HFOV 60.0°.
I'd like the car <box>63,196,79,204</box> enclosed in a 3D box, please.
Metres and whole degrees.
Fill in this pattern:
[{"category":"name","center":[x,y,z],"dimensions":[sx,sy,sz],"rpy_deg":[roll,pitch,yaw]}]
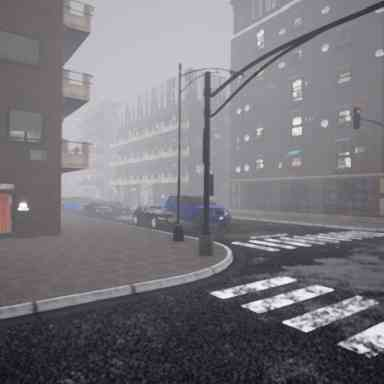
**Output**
[{"category":"car","center":[-24.582,1.600,67.512],"dimensions":[1.967,1.590,4.097],"rpy_deg":[1,-1,-35]}]

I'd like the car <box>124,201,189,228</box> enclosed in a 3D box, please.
[{"category":"car","center":[-2.403,1.532,21.630],"dimensions":[2.008,1.369,4.403],"rpy_deg":[1,-1,-35]}]

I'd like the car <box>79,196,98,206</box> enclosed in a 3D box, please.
[{"category":"car","center":[-18.214,1.583,58.313],"dimensions":[1.967,1.590,4.097],"rpy_deg":[1,-1,-35]}]

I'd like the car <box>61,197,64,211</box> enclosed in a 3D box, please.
[{"category":"car","center":[-15.140,1.572,40.028],"dimensions":[2.008,1.369,4.403],"rpy_deg":[1,-1,-35]}]

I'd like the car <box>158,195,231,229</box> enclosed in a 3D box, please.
[{"category":"car","center":[0.183,1.230,22.234],"dimensions":[2.150,2.045,5.566],"rpy_deg":[1,-1,-35]}]

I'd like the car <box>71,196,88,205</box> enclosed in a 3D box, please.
[{"category":"car","center":[-21.398,1.591,62.913],"dimensions":[1.967,1.590,4.097],"rpy_deg":[1,-1,-35]}]

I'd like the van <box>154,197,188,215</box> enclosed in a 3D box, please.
[{"category":"van","center":[-2.291,1.436,35.316],"dimensions":[1.690,1.788,3.998],"rpy_deg":[1,-1,-35]}]

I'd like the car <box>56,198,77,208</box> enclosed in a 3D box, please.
[{"category":"car","center":[-18.890,1.606,49.952],"dimensions":[1.812,1.442,4.674],"rpy_deg":[1,-1,-35]}]

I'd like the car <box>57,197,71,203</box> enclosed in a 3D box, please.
[{"category":"car","center":[-27.768,1.712,72.111],"dimensions":[1.887,1.381,4.507],"rpy_deg":[1,-1,-35]}]

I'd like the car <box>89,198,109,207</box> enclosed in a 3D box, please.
[{"category":"car","center":[-15.030,1.715,53.712],"dimensions":[1.802,1.307,4.206],"rpy_deg":[1,-1,-35]}]

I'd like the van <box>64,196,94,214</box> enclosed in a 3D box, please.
[{"category":"van","center":[-11.954,1.353,35.430],"dimensions":[1.690,1.788,3.998],"rpy_deg":[1,-1,-35]}]

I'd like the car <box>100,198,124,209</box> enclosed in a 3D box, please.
[{"category":"car","center":[-11.846,1.669,49.113],"dimensions":[1.887,1.381,4.507],"rpy_deg":[1,-1,-35]}]

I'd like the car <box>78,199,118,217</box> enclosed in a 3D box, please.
[{"category":"car","center":[-8.772,1.583,30.829],"dimensions":[1.802,1.307,4.206],"rpy_deg":[1,-1,-35]}]

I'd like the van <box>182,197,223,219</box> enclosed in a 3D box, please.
[{"category":"van","center":[0.893,1.425,30.716],"dimensions":[1.690,1.788,3.998],"rpy_deg":[1,-1,-35]}]

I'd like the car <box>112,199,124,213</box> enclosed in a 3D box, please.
[{"category":"car","center":[-7.810,1.634,33.779],"dimensions":[1.895,1.301,4.718],"rpy_deg":[1,0,-34]}]
